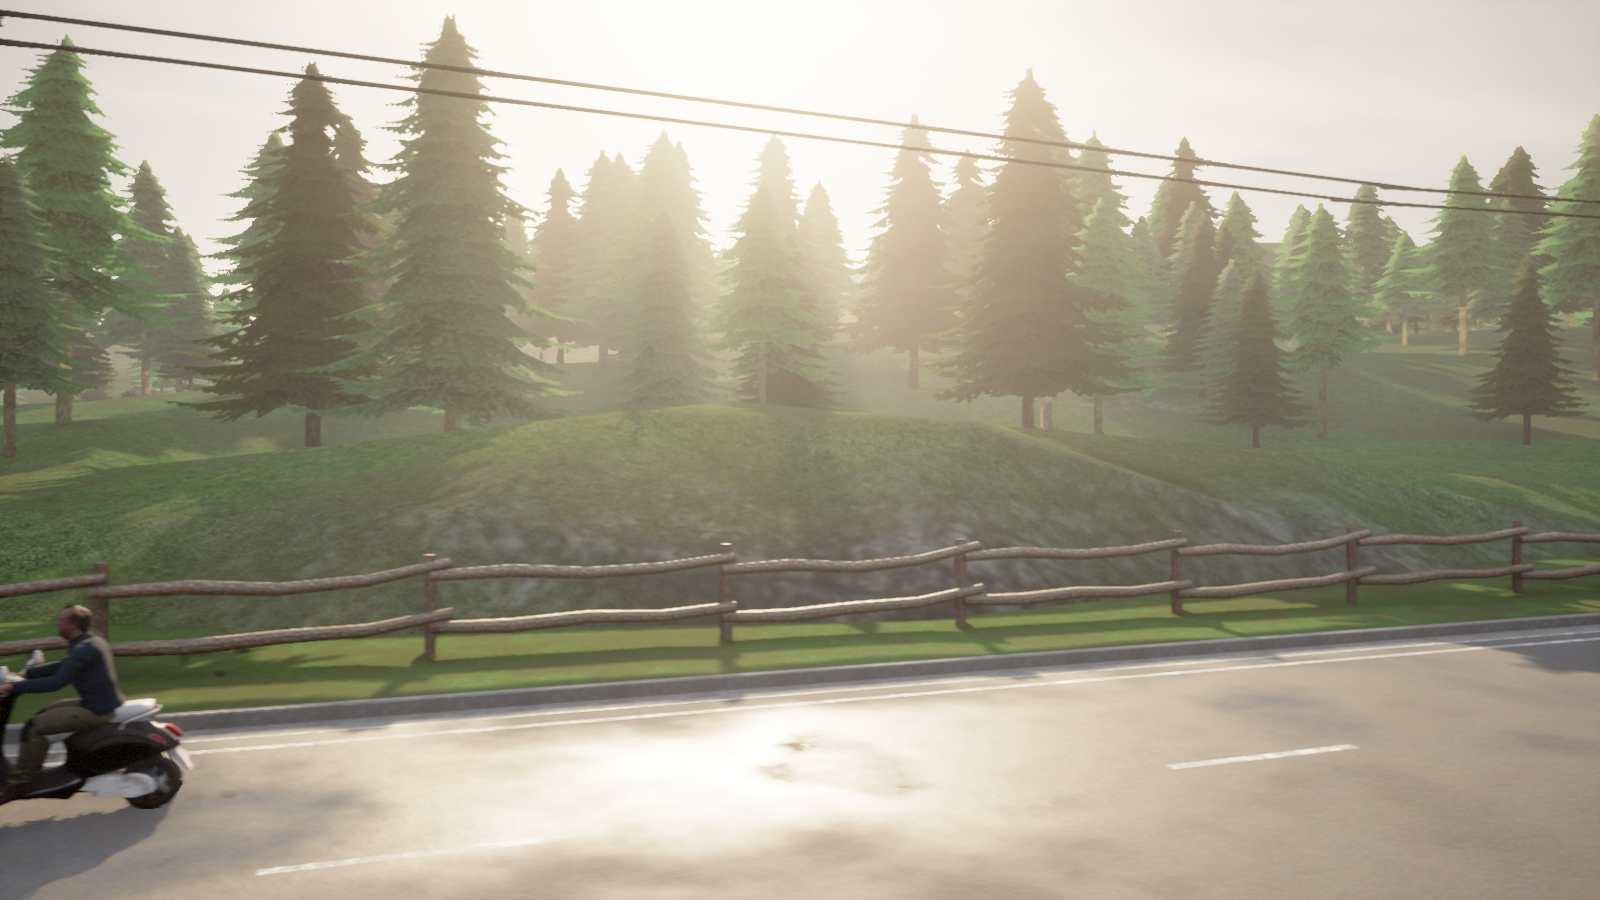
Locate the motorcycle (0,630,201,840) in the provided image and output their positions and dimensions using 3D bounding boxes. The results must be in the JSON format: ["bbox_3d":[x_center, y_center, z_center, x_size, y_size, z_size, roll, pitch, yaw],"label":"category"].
[{"bbox_3d":[-5.638,2.142,8.696,1.805,1.316,0.856,0,0,-20],"label":"motorcycle"}]
